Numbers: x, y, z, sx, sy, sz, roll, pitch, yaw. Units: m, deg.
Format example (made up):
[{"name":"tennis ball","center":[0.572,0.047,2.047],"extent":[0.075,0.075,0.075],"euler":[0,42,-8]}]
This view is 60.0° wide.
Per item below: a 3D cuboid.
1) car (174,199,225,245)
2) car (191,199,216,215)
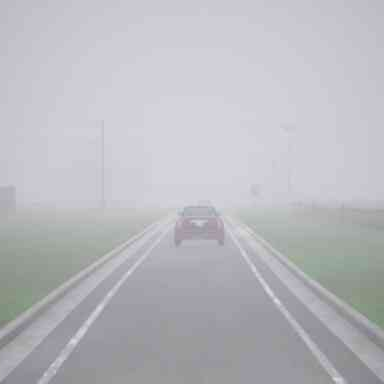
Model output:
[{"name":"car","center":[0.358,1.310,15.499],"extent":[2.097,1.767,4.553],"euler":[0,0,2]},{"name":"car","center":[1.313,1.456,34.178],"extent":[2.033,1.411,5.357],"euler":[0,0,8]}]
